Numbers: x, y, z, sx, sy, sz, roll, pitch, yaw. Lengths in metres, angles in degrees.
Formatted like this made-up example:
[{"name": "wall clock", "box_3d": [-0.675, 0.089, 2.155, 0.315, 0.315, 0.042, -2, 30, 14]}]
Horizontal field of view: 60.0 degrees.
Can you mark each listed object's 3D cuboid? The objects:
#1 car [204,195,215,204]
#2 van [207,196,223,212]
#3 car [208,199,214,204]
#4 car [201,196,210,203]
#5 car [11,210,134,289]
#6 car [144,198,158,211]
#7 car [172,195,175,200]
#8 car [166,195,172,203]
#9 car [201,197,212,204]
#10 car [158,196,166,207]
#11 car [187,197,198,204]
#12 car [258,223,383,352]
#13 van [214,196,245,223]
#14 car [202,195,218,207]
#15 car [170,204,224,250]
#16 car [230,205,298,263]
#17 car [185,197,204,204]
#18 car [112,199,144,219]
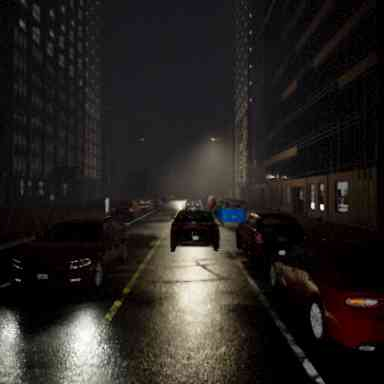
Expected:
[{"name": "car", "box_3d": [2.701, 1.332, 34.466, 2.192, 1.841, 5.009, 1, 0, 0]}, {"name": "van", "box_3d": [2.702, 1.359, 40.107, 1.690, 1.788, 3.998, 1, 0, 0]}, {"name": "car", "box_3d": [2.699, 1.566, 28.824, 2.008, 1.369, 4.403, 1, 0, 0]}, {"name": "car", "box_3d": [2.701, 1.550, 68.484, 1.752, 1.417, 4.829, 1, 0, 0]}, {"name": "car", "box_3d": [-3.100, 1.483, 9.397, 1.882, 1.535, 5.008, 0, 0, 0]}, {"name": "car", "box_3d": [-5.681, 1.569, 40.081, 2.008, 1.369, 4.403, 1, 0, 0]}, {"name": "car", "box_3d": [-5.679, 1.569, 90.866, 1.887, 1.381, 4.507, 1, 0, 0]}, {"name": "car", "box_3d": [-5.680, 1.575, 68.295, 2.008, 1.369, 4.403, 1, 0, 0]}, {"name": "car", "box_3d": [2.700, 1.605, 62.673, 1.802, 1.307, 4.206, 1, 0, 0]}, {"name": "car", "box_3d": [-5.681, 1.572, 51.367, 2.008, 1.369, 4.403, 1, 0, 0]}, {"name": "car", "box_3d": [0.102, 1.624, 64.673, 1.895, 1.301, 4.718, 0, 0, 0]}, {"name": "car", "box_3d": [2.698, 1.548, 6.258, 1.887, 1.381, 4.507, 0, 0, 0]}, {"name": "van", "box_3d": [2.701, 1.354, 23.182, 1.690, 1.788, 3.998, 1, 0, 0]}, {"name": "car", "box_3d": [2.702, 1.336, 51.390, 2.192, 1.841, 5.009, 1, 0, 0]}, {"name": "car", "box_3d": [0.083, 1.486, 14.301, 1.882, 1.535, 5.008, 0, 0, -1]}, {"name": "car", "box_3d": [2.700, 1.447, 11.900, 1.967, 1.590, 4.097, 0, 0, 0]}, {"name": "car", "box_3d": [0.102, 1.566, 43.052, 2.033, 1.411, 5.357, 0, 0, 0]}, {"name": "car", "box_3d": [-5.680, 1.455, 28.796, 1.967, 1.590, 4.097, 1, 0, 0]}]
